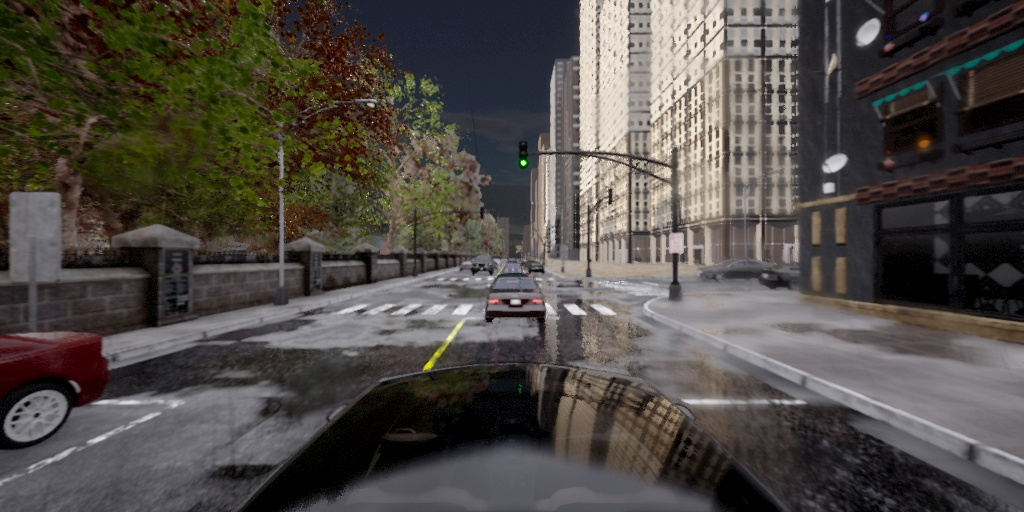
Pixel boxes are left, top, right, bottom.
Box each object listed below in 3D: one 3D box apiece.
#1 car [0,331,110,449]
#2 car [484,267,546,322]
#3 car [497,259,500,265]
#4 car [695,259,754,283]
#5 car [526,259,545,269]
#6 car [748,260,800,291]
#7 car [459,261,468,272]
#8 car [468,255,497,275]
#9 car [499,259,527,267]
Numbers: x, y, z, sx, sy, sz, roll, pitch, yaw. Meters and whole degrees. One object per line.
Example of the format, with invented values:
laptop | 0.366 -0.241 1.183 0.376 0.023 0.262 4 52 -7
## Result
car | -5.821 1.294 2.477 1.888 1.381 4.507 0 0 0
car | 0.097 1.285 12.199 2.033 1.411 5.357 0 0 0
car | -3.089 1.271 50.682 1.994 1.385 4.181 0 0 0
car | 14.712 0.947 23.611 4.902 1.511 2.128 -1 0 0
car | 2.678 1.280 40.398 1.948 1.339 4.313 0 0 0
car | 14.680 1.005 17.818 4.313 1.339 1.948 0 0 0
car | -5.704 1.293 46.028 1.802 1.307 4.207 0 0 0
car | -3.105 0.937 39.280 2.150 2.045 5.566 0 0 0
car | 0.091 1.265 34.649 2.033 1.411 5.357 0 0 0
